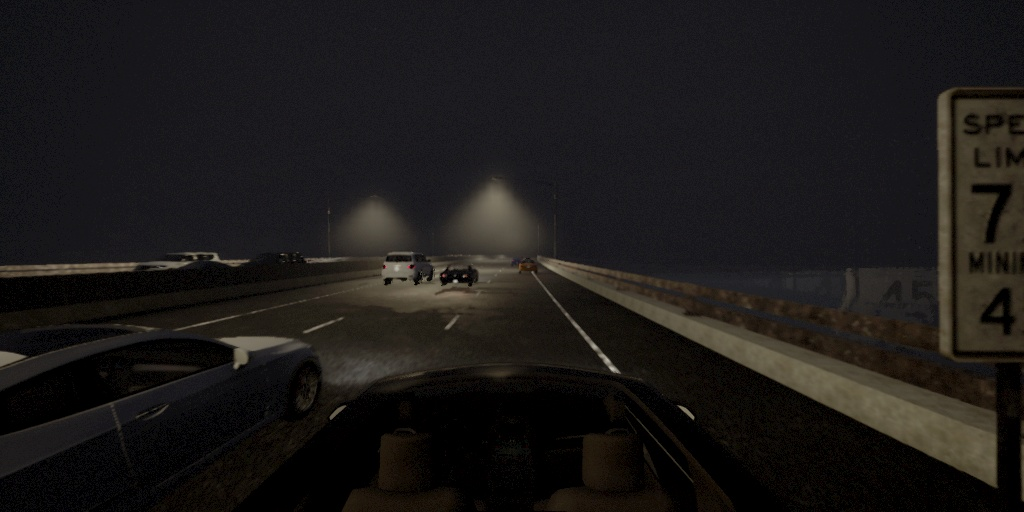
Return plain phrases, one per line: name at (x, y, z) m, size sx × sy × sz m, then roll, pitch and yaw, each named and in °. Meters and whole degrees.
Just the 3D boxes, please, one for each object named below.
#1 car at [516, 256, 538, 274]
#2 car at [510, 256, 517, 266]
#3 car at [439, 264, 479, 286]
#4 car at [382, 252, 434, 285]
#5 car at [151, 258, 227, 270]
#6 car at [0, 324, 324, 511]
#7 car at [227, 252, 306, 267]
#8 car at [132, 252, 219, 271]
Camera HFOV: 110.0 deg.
car at (1.573, 0.909, 35.322) m, size 1.801 × 1.575 × 5.366 m, roll 0°, pitch 0°, yaw 1°
car at (0.847, 0.824, 54.545) m, size 1.812 × 1.442 × 4.674 m, roll 0°, pitch 1°, yaw 2°
car at (-3.251, 1.157, 22.975) m, size 1.895 × 1.301 × 4.718 m, roll 0°, pitch 1°, yaw 1°
car at (-6.740, 0.770, 23.751) m, size 2.150 × 2.045 × 5.566 m, roll 0°, pitch 1°, yaw 1°
car at (-20.928, 1.064, 24.227) m, size 1.812 × 1.442 × 4.674 m, roll 0°, pitch 0°, yaw 1°
car at (-3.393, 1.263, 2.798) m, size 1.812 × 1.442 × 4.674 m, roll 0°, pitch 1°, yaw 0°
car at (-17.401, 0.744, 26.254) m, size 2.150 × 2.045 × 5.566 m, roll 0°, pitch 0°, yaw 1°
car at (-24.390, 0.739, 26.506) m, size 2.150 × 2.045 × 5.566 m, roll 0°, pitch 0°, yaw 1°
